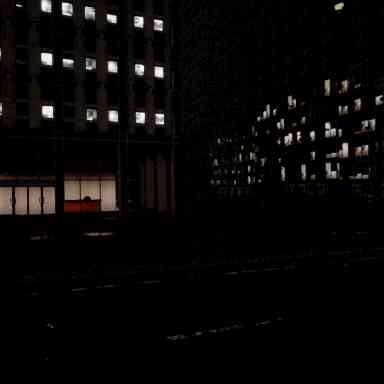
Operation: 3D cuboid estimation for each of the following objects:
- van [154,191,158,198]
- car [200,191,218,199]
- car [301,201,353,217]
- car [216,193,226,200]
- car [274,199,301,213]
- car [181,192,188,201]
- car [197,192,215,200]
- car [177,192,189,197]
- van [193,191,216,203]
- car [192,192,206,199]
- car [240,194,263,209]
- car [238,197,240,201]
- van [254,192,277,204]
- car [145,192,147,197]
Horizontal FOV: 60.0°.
[{"bbox_3d":[-8.215,0.687,82.537,1.690,1.788,3.998,0,1,-21],"label":"van"},{"bbox_3d":[3.689,0.634,74.938,2.192,1.841,5.009,0,1,-21],"label":"car"},{"bbox_3d":[12.086,1.434,29.453,1.947,1.339,4.313,0,1,-21],"label":"car"},{"bbox_3d":[5.733,0.954,69.637,1.802,1.307,4.206,0,1,-21],"label":"car"},{"bbox_3d":[10.060,1.399,34.765,1.802,1.307,4.206,0,1,-21],"label":"car"},{"bbox_3d":[-2.088,1.056,66.627,2.008,1.369,4.403,0,1,-21],"label":"car"},{"bbox_3d":[2.864,0.879,69.858,1.882,1.535,5.008,-1,1,-21],"label":"car"},{"bbox_3d":[-2.436,0.710,90.852,2.008,1.369,4.403,0,1,-21],"label":"car"},{"bbox_3d":[1.996,0.952,56.017,1.690,1.788,3.998,0,1,-21],"label":"van"},{"bbox_3d":[1.647,0.706,80.243,1.967,1.590,4.097,0,1,-21],"label":"car"},{"bbox_3d":[8.072,1.332,40.090,1.947,1.339,4.313,0,1,-21],"label":"car"},{"bbox_3d":[9.817,1.060,59.029,1.802,1.307,4.206,0,1,-21],"label":"car"},{"bbox_3d":[11.858,0.871,53.722,1.690,1.788,3.998,0,1,-21],"label":"van"},{"bbox_3d":[-10.257,0.733,87.841,1.967,1.590,4.097,0,1,-21],"label":"car"}]
